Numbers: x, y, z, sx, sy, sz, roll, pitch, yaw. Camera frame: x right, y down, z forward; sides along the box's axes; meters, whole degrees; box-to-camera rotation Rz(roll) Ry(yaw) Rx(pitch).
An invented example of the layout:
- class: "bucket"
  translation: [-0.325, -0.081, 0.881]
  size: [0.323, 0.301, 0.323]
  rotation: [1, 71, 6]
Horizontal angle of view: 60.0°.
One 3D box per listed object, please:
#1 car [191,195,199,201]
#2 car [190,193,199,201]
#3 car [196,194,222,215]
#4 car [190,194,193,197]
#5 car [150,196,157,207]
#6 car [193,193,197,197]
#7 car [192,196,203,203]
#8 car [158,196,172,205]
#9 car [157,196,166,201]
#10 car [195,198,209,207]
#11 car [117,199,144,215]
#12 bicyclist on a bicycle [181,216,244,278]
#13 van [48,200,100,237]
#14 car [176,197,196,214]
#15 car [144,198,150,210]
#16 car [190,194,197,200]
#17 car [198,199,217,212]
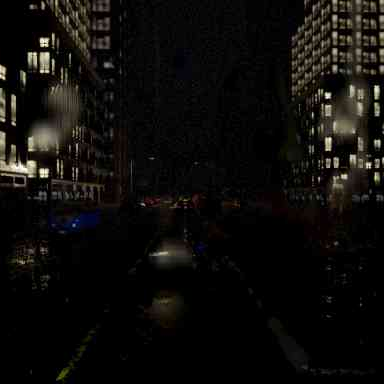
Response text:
- class: "car"
  translation: [0.741, 1.559, 84.168]
  size: [1.947, 1.339, 4.313]
  rotation: [0, 0, -1]
- class: "car"
  translation: [0.612, 1.307, 89.705]
  size: [2.192, 1.841, 5.009]
  rotation: [0, 0, -1]
- class: "car"
  translation: [1.917, 1.315, 34.327]
  size: [2.192, 1.841, 5.009]
  rotation: [0, 0, -1]
- class: "car"
  translation: [-1.018, 1.476, 48.659]
  size: [1.882, 1.535, 5.008]
  rotation: [0, 0, -1]
- class: "car"
  translation: [-6.853, 1.580, 50.743]
  size: [1.802, 1.307, 4.206]
  rotation: [0, 0, -1]
- class: "car"
  translation: [1.656, 1.314, 45.404]
  size: [2.192, 1.841, 5.009]
  rotation: [0, 0, -1]
- class: "car"
  translation: [1.133, 1.547, 67.555]
  size: [2.008, 1.369, 4.403]
  rotation: [0, 0, -1]
- class: "car"
  translation: [-4.414, 1.501, 57.642]
  size: [1.837, 1.490, 4.892]
  rotation: [0, 0, -1]
- class: "car"
  translation: [-7.637, 1.575, 83.970]
  size: [1.802, 1.307, 4.206]
  rotation: [0, 0, -1]
- class: "car"
  translation: [1.525, 1.564, 50.941]
  size: [1.947, 1.339, 4.313]
  rotation: [0, 0, -1]
- class: "car"
  translation: [-6.462, 1.566, 34.129]
  size: [1.947, 1.339, 4.313]
  rotation: [0, 0, -1]
- class: "bicyclist on a bicycle"
  translation: [0.522, 1.452, 8.716]
  size: [1.656, 1.620, 0.582]
  rotation: [-2, 0, -1]
- class: "van"
  translation: [-6.069, 1.342, 17.516]
  size: [1.690, 1.788, 3.998]
  rotation: [0, 0, -1]
- class: "car"
  translation: [-0.699, 1.547, 35.168]
  size: [2.033, 1.411, 5.357]
  rotation: [0, 0, -1]
- class: "car"
  translation: [-6.593, 1.551, 39.667]
  size: [2.008, 1.369, 4.403]
  rotation: [0, 0, -1]
- class: "car"
  translation: [0.480, 1.430, 95.243]
  size: [1.967, 1.590, 4.097]
  rotation: [0, 0, -1]
- class: "car"
  translation: [1.785, 1.544, 39.865]
  size: [1.887, 1.381, 4.507]
  rotation: [0, 0, -1]
